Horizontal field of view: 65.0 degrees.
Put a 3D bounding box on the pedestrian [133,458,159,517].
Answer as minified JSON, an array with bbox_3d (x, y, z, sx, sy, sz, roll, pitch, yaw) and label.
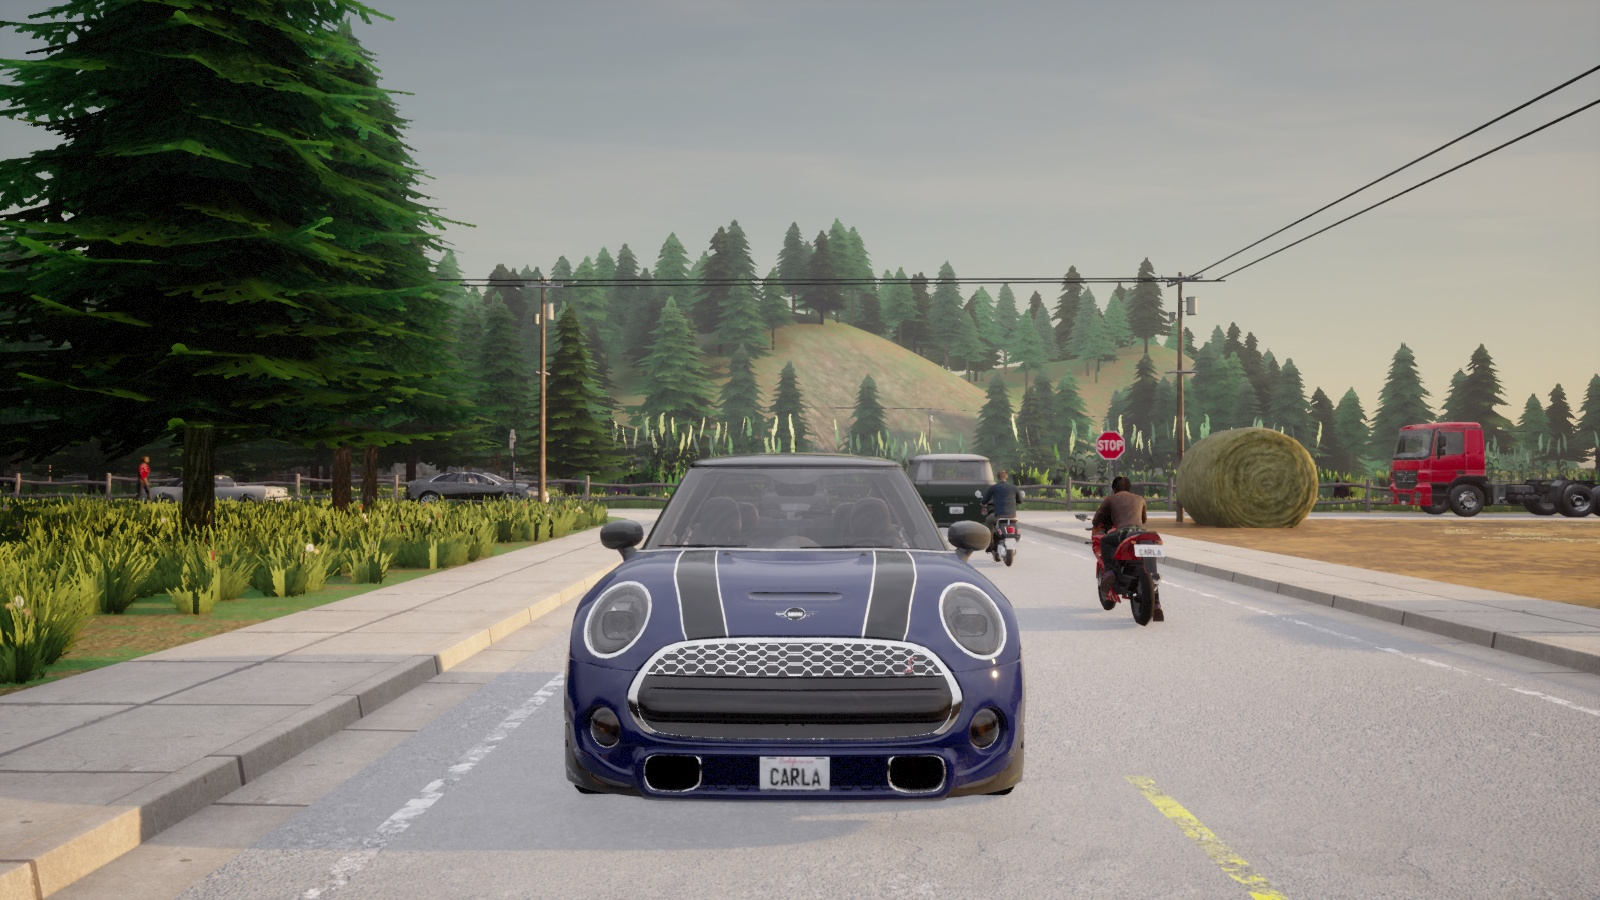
[{"bbox_3d":[-20.645,1.186,39.626,0.636,1.846,0.331,0,-1,3],"label":"pedestrian"}]

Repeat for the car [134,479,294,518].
[{"bbox_3d":[-20.475,1.699,44.022,4.718,1.301,1.895,0,-1,1],"label":"car"}]

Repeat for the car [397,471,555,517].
[{"bbox_3d":[-11.184,1.512,43.634,4.902,1.511,2.128,0,-1,3],"label":"car"}]

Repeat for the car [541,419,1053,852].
[{"bbox_3d":[-0.021,0.798,7.441,2.097,1.767,4.553,0,-1,0],"label":"car"}]

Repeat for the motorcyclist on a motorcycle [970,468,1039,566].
[{"bbox_3d":[3.444,1.112,21.323,0.866,1.590,1.817,0,-1,0],"label":"motorcyclist on a motorcycle"}]

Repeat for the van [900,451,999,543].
[{"bbox_3d":[3.422,1.051,29.553,1.775,1.987,4.442,0,-1,0],"label":"van"}]

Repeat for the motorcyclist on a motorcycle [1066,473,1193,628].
[{"bbox_3d":[3.465,1.007,13.394,0.797,1.523,2.044,0,-1,0],"label":"motorcyclist on a motorcycle"}]

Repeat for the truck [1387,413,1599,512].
[{"bbox_3d":[25.905,0.455,45.448,7.936,3.462,2.891,0,-1,3],"label":"truck"}]
